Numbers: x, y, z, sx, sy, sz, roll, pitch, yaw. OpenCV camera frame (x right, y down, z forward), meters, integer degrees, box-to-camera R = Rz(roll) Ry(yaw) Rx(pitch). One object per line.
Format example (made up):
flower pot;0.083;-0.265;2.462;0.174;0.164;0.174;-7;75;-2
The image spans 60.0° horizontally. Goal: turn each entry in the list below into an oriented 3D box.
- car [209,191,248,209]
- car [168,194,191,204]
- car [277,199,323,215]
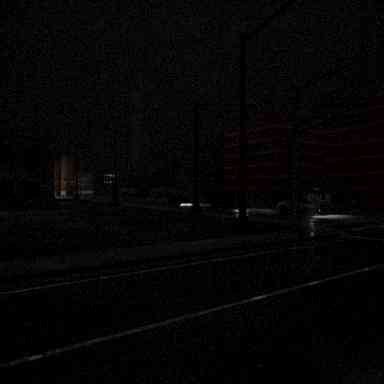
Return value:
car;4.463;0.934;41.482;2.150;2.045;5.566;0;1;-35
car;-1.993;1.075;50.910;1.994;1.385;4.181;0;1;-34
car;10.481;1.393;32.690;1.812;1.442;4.674;0;1;-34
